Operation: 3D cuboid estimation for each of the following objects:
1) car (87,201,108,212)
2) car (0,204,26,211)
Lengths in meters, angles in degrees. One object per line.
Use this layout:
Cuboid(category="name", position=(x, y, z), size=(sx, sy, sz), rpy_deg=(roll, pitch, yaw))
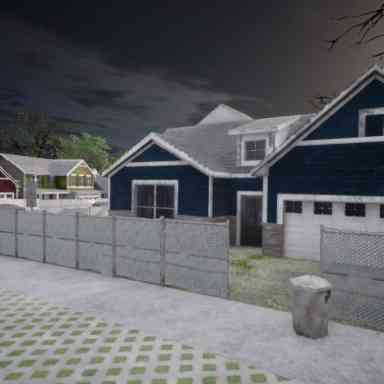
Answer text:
Cuboid(category="car", position=(-10.843, 1.838, 40.069), size=(1.994, 1.385, 4.181), rpy_deg=(1, 0, 17))
Cuboid(category="car", position=(-15.468, 1.664, 26.582), size=(1.812, 1.442, 4.674), rpy_deg=(1, 0, 20))
